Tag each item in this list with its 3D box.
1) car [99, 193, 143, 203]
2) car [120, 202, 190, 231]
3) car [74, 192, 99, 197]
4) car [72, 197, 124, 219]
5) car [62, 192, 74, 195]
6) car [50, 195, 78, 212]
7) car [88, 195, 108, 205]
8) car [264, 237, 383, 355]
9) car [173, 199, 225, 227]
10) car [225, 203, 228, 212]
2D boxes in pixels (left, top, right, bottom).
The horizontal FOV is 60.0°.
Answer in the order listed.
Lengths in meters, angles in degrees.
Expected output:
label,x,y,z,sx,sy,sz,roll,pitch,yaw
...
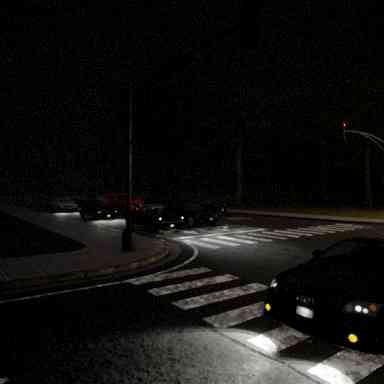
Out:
label,x,y,z,sx,sy,sz,roll,pitch,yaw
car,-6.454,1.115,31.401,2.150,2.045,5.566,0,0,-36
car,-2.373,1.541,20.230,1.895,1.301,4.718,0,0,-36
car,-15.604,1.185,49.812,2.097,1.767,4.553,0,0,-35
car,-8.031,1.454,28.043,2.033,1.411,5.357,0,0,-36
car,-21.414,1.037,57.734,2.150,2.045,5.566,0,0,-36
car,-14.066,1.400,36.375,1.812,1.442,4.674,0,0,-36
car,-15.762,1.344,55.553,1.812,1.442,4.674,0,0,-35
car,3.262,1.560,5.997,4.181,1.385,1.994,0,0,-35
car,-0.220,1.409,22.804,1.882,1.535,5.008,0,0,-35
car,1.370,1.386,32.019,2.128,1.511,4.902,0,0,-36
